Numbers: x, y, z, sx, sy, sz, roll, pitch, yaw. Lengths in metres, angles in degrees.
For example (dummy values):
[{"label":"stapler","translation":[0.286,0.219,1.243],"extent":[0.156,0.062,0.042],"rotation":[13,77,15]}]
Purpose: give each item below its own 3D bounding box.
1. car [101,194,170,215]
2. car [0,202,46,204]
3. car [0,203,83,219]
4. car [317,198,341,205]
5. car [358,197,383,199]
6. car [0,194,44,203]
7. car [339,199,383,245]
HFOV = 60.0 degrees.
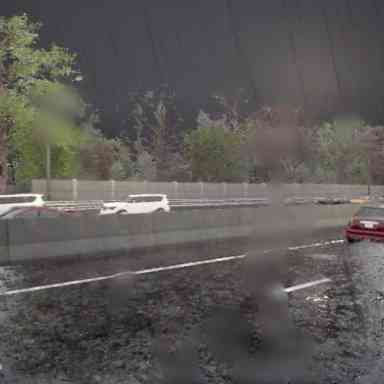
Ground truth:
[{"label":"car","translation":[-4.386,1.203,26.661],"extent":[5.566,2.045,2.150],"rotation":[0,0,-35]},{"label":"car","translation":[-9.750,1.521,18.536],"extent":[4.674,1.442,1.812],"rotation":[0,0,-36]},{"label":"car","translation":[-7.676,1.473,15.714],"extent":[5.008,1.535,1.882],"rotation":[0,0,-36]},{"label":"car","translation":[20.297,1.555,48.535],"extent":[4.718,1.301,1.895],"rotation":[0,0,-35]},{"label":"car","translation":[23.826,1.501,42.473],"extent":[5.357,1.411,2.033],"rotation":[0,0,-35]},{"label":"car","translation":[-13.292,1.207,23.644],"extent":[5.566,2.045,2.150],"rotation":[-2,1,-38]},{"label":"car","translation":[8.633,1.329,14.205],"extent":[4.553,1.767,2.097],"rotation":[0,0,-36]}]
